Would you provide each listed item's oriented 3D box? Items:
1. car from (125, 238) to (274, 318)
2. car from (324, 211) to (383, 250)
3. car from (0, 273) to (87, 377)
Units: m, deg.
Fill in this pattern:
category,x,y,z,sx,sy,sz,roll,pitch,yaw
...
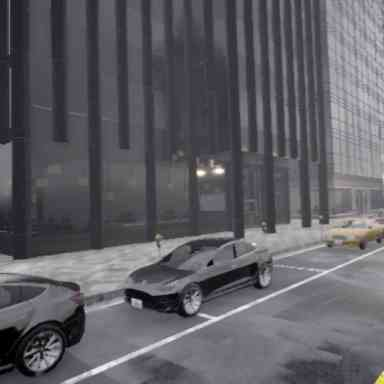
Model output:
category,x,y,z,sx,sy,sz,roll,pitch,yaw
car,0.392,1.865,8.250,1.947,1.339,4.313,-4,-3,44
car,8.039,1.869,16.252,1.752,1.417,4.829,-4,-3,44
car,-3.490,1.843,4.190,1.947,1.339,4.313,-4,-3,44
